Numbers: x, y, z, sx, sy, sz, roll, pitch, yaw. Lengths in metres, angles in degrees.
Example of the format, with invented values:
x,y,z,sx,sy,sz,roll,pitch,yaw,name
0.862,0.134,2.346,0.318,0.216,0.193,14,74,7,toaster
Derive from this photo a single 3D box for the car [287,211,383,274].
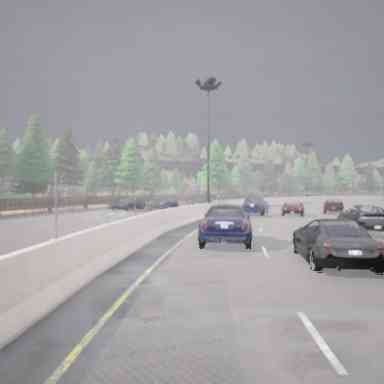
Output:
x,y,z,sx,sy,sz,roll,pitch,yaw,name
4.484,1.541,10.638,1.994,1.385,4.181,0,0,7,car

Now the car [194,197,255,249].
x,y,z,sx,sy,sz,roll,pitch,yaw,name
1.552,1.303,14.621,2.097,1.767,4.553,0,0,9,car

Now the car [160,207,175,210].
x,y,z,sx,sy,sz,roll,pitch,yaw,name
-3.246,1.202,37.290,2.097,1.767,4.553,0,0,22,car

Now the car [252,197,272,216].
x,y,z,sx,sy,sz,roll,pitch,yaw,name
6.089,1.257,31.756,2.097,1.767,4.553,0,0,20,car

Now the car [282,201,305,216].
x,y,z,sx,sy,sz,roll,pitch,yaw,name
9.660,1.520,31.496,1.895,1.301,4.718,0,0,21,car

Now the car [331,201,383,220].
x,y,z,sx,sy,sz,roll,pitch,yaw,name
9.353,1.459,18.176,2.128,1.511,4.902,0,0,12,car

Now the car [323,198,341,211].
x,y,z,sx,sy,sz,roll,pitch,yaw,name
14.997,1.404,35.170,1.882,1.535,5.008,0,0,24,car
